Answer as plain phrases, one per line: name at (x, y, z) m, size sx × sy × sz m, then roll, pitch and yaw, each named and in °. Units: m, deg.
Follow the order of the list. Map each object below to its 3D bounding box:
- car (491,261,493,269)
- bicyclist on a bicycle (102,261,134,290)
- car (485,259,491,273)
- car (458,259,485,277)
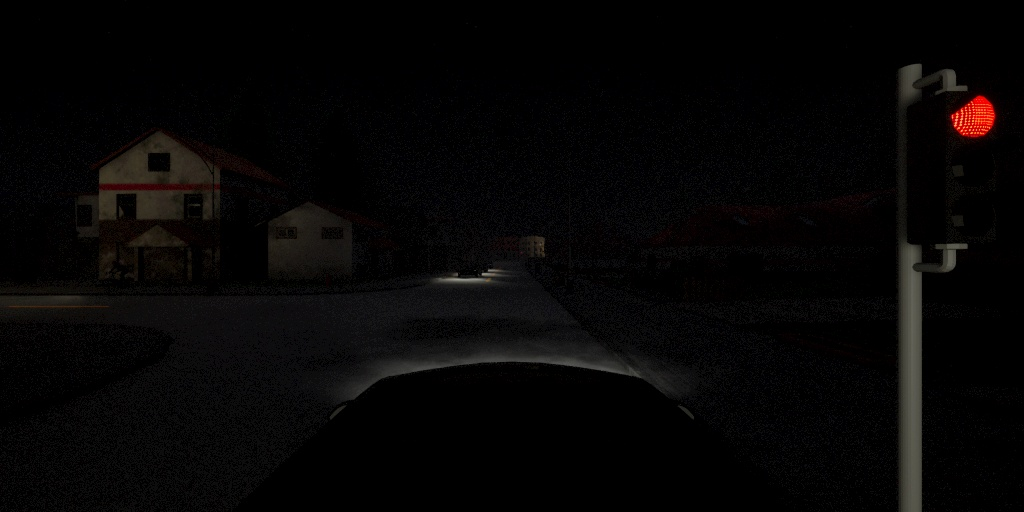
car at (-4.027, 1.227, 55.431) m, size 1.882 × 1.535 × 5.008 m, roll 0°, pitch 0°, yaw 0°
bicyclist on a bicycle at (-22.523, 1.099, 20.511) m, size 0.582 × 1.620 × 1.656 m, roll 0°, pitch 0°, yaw 0°
car at (-4.055, 1.228, 44.932) m, size 1.882 × 1.535 × 5.008 m, roll 0°, pitch 0°, yaw 0°
car at (-4.085, 1.228, 35.278) m, size 1.882 × 1.535 × 5.008 m, roll 0°, pitch 0°, yaw 2°
